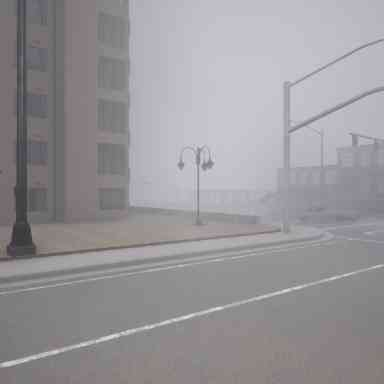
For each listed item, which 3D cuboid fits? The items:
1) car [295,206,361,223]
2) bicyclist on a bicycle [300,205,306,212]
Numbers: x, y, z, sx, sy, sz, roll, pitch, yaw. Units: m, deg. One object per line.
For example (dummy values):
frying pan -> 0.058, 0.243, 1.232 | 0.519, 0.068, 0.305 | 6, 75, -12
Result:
car -> 10.597, 1.744, 26.172 | 1.895, 1.301, 4.718 | 0, -4, -36
bicyclist on a bicycle -> 13.549, 2.464, 40.681 | 1.656, 1.620, 0.582 | 0, -8, -35
